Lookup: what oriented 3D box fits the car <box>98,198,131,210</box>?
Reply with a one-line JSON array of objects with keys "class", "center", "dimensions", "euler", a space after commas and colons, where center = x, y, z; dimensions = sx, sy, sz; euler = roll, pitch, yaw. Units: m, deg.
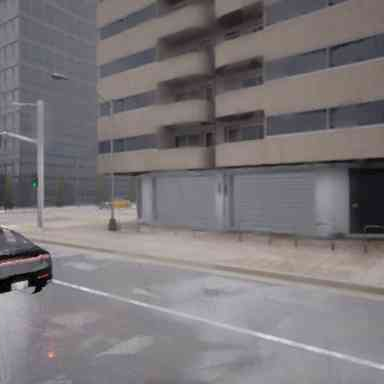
[{"class": "car", "center": [-10.834, 1.640, 46.581], "dimensions": [1.882, 1.535, 5.008], "euler": [0, 0, 36]}]

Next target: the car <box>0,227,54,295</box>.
[{"class": "car", "center": [-5.155, 1.531, 7.608], "dimensions": [4.902, 1.511, 2.128], "euler": [0, 0, 36]}]
